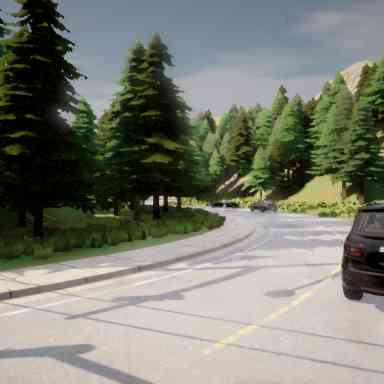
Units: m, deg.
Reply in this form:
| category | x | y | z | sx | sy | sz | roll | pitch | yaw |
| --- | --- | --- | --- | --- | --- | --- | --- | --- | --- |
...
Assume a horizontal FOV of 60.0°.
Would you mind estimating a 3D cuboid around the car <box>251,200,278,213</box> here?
| category | x | y | z | sx | sy | sz | roll | pitch | yaw |
| --- | --- | --- | --- | --- | --- | --- | --- | --- | --- |
| car | 8.599 | 1.683 | 39.800 | 1.812 | 1.442 | 4.674 | 0 | 0 | -13 |

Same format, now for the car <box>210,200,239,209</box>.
| category | x | y | z | sx | sy | sz | roll | pitch | yaw |
| --- | --- | --- | --- | --- | --- | --- | --- | --- | --- |
| car | 4.697 | 1.787 | 49.356 | 1.895 | 1.301 | 4.718 | 0 | 0 | -33 |

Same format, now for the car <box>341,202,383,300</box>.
| category | x | y | z | sx | sy | sz | roll | pitch | yaw |
| --- | --- | --- | --- | --- | --- | --- | --- | --- | --- |
| car | 5.057 | 1.245 | 7.784 | 2.150 | 2.045 | 5.566 | 0 | 0 | 35 |
